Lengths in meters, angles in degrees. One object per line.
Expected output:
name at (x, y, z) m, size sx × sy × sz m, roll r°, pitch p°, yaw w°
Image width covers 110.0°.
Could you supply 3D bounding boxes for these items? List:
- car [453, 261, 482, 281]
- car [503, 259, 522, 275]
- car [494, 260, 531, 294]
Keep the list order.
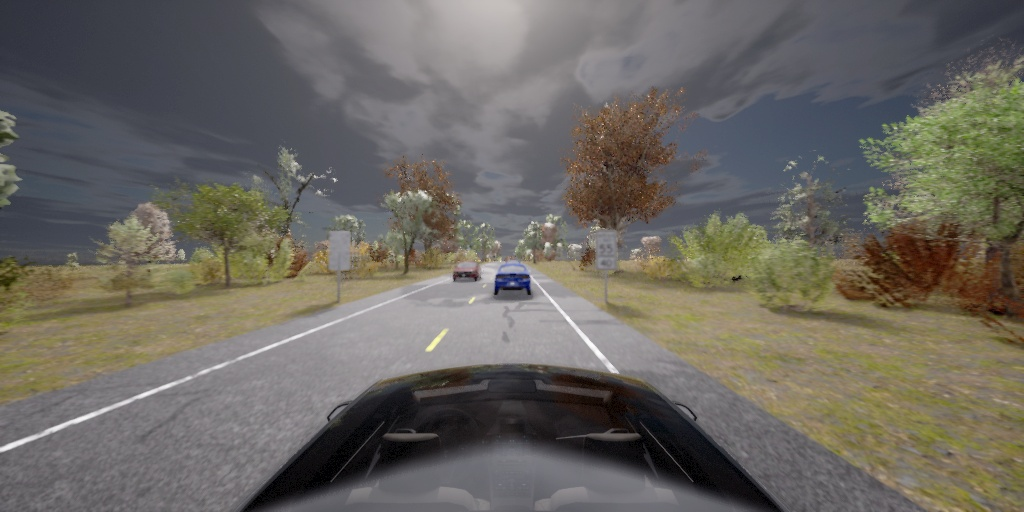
car at (-3.522, 1.143, 28.816) m, size 1.882 × 1.535 × 5.008 m, roll 0°, pitch 0°, yaw 0°
car at (0.081, 1.126, 38.942) m, size 1.882 × 1.535 × 5.008 m, roll 0°, pitch 0°, yaw 0°
car at (0.043, 1.163, 19.668) m, size 1.882 × 1.535 × 5.008 m, roll 0°, pitch 0°, yaw 0°
